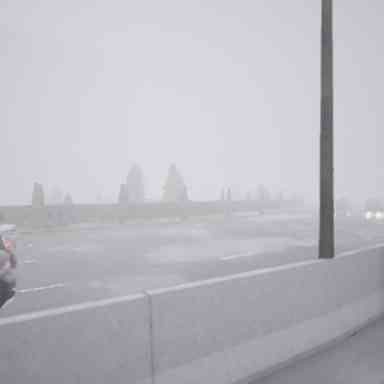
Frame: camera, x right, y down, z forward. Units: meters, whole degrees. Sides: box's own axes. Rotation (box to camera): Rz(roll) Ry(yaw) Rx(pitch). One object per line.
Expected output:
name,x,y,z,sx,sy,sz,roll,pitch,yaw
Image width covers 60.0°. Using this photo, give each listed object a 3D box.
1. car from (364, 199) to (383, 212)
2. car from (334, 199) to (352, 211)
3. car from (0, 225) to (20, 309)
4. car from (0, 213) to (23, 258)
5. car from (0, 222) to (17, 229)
car,22.474,1.634,41.076,2.128,1.511,4.902,0,0,27
car,19.449,1.641,42.823,1.837,1.490,4.892,0,0,27
car,-5.228,1.487,4.664,4.902,1.511,2.128,0,0,-36
car,-8.347,1.525,11.037,4.674,1.442,1.812,0,0,-36
car,-6.796,1.349,7.862,4.553,1.767,2.097,0,0,-36
